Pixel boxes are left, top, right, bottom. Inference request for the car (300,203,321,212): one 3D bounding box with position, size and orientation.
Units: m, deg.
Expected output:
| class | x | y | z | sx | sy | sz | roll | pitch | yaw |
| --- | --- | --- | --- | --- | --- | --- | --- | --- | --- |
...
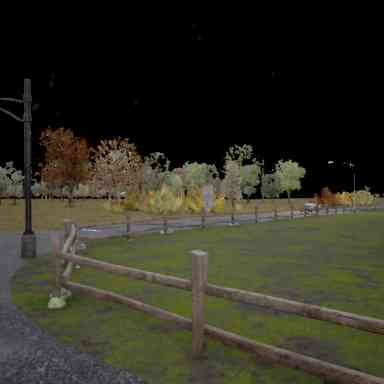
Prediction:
| class | x | y | z | sx | sy | sz | roll | pitch | yaw |
| --- | --- | --- | --- | --- | --- | --- | --- | --- | --- |
| car | 18.924 | 2.448 | 52.945 | 2.033 | 1.411 | 5.357 | -1 | -2 | 40 |
